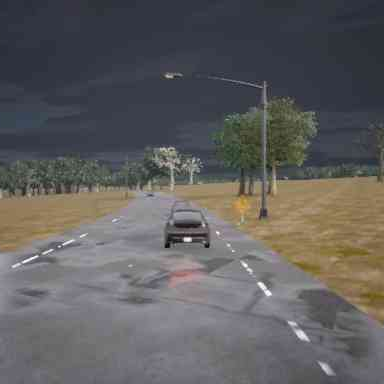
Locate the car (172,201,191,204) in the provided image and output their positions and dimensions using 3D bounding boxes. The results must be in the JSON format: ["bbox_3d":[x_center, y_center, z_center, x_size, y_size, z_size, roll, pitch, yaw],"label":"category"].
[{"bbox_3d":[-0.931,1.472,29.774,1.994,1.385,4.181,0,1,-4],"label":"car"}]

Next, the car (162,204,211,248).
[{"bbox_3d":[-0.234,1.508,14.741,1.837,1.490,4.892,0,0,-2],"label":"car"}]

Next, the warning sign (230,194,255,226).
[{"bbox_3d":[3.115,1.084,20.528,1.300,1.860,1.060,0,1,-2],"label":"warning sign"}]

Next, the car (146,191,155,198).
[{"bbox_3d":[-9.552,0.569,75.956,2.033,1.411,5.357,0,1,-9],"label":"car"}]
